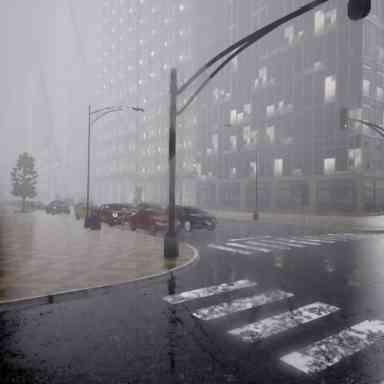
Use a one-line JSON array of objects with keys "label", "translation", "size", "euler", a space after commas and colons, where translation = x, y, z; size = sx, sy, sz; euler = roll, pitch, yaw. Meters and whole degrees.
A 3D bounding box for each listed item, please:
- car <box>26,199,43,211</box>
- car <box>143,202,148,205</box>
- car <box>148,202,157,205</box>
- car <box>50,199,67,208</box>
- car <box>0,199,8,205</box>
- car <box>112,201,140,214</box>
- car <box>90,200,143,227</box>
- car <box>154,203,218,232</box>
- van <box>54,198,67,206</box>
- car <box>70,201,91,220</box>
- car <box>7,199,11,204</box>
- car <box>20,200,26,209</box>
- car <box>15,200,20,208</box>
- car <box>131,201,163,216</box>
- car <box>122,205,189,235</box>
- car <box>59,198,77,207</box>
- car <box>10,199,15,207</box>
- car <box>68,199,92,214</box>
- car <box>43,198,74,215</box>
[{"label": "car", "translation": [-21.818, 1.959, 47.305], "size": [2.008, 1.369, 4.403], "euler": [1, -1, -35]}, {"label": "car", "translation": [-6.077, 1.731, 29.356], "size": [1.837, 1.490, 4.892], "euler": [1, -1, -35]}, {"label": "car", "translation": [-4.586, 1.806, 32.807], "size": [1.837, 1.490, 4.892], "euler": [1, -1, -35]}, {"label": "car", "translation": [-24.653, 2.143, 61.461], "size": [1.837, 1.490, 4.892], "euler": [1, -1, -35]}, {"label": "car", "translation": [-41.378, 2.288, 75.238], "size": [2.008, 1.369, 4.403], "euler": [1, -1, -35]}, {"label": "car", "translation": [-8.531, 1.974, 42.938], "size": [1.752, 1.417, 4.829], "euler": [1, -1, -35]}, {"label": "car", "translation": [-5.519, 1.575, 24.029], "size": [1.967, 1.590, 4.097], "euler": [1, -1, -35]}, {"label": "car", "translation": [-0.312, 1.634, 21.119], "size": [1.837, 1.490, 4.892], "euler": [1, -1, -33]}, {"label": "van", "translation": [-27.993, 2.117, 70.735], "size": [1.690, 1.788, 3.998], "euler": [1, -1, -35]}, {"label": "car", "translation": [-8.681, 1.713, 28.544], "size": [1.752, 1.417, 4.829], "euler": [1, -1, -35]}, {"label": "car", "translation": [-34.858, 2.209, 65.927], "size": [1.802, 1.307, 4.206], "euler": [1, -1, -35]}, {"label": "car", "translation": [-25.078, 2.029, 51.960], "size": [1.947, 1.339, 4.313], "euler": [1, -1, -35]}, {"label": "car", "translation": [-28.338, 2.063, 56.616], "size": [1.887, 1.381, 4.507], "euler": [1, -1, -35]}, {"label": "car", "translation": [-5.174, 1.833, 38.145], "size": [1.967, 1.590, 4.097], "euler": [1, -1, -35]}, {"label": "car", "translation": [-2.259, 1.662, 19.371], "size": [1.802, 1.307, 4.206], "euler": [1, -1, -35]}, {"label": "car", "translation": [-24.733, 2.036, 66.079], "size": [2.192, 1.841, 5.009], "euler": [1, -1, -35]}, {"label": "car", "translation": [-31.599, 2.123, 61.271], "size": [2.008, 1.369, 4.403], "euler": [1, -1, -35]}, {"label": "car", "translation": [-11.997, 1.817, 37.830], "size": [2.128, 1.511, 4.902], "euler": [1, -1, -35]}, {"label": "car", "translation": [-15.299, 1.739, 37.995], "size": [1.967, 1.590, 4.097], "euler": [1, -1, -35]}]
